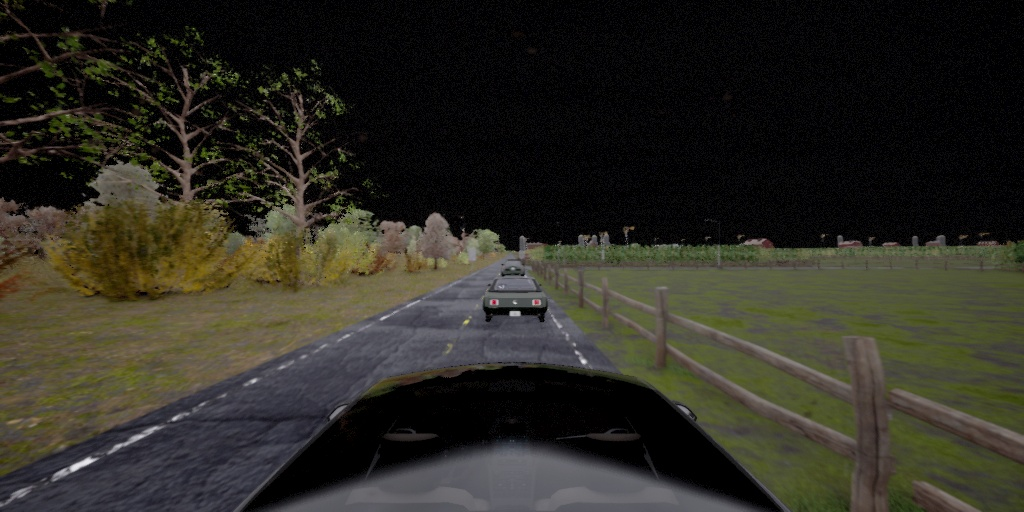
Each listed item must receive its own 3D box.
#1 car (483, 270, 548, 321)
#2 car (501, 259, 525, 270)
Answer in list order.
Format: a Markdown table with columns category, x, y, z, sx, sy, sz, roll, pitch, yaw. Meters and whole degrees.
| category | x | y | z | sx | sy | sz | roll | pitch | yaw |
| --- | --- | --- | --- | --- | --- | --- | --- | --- | --- |
| car | 0.094 | 1.351 | 12.421 | 1.895 | 1.301 | 4.718 | 0 | 0 | 0 |
| car | 0.080 | 1.089 | 32.439 | 2.097 | 1.767 | 4.553 | 0 | 0 | 0 |
